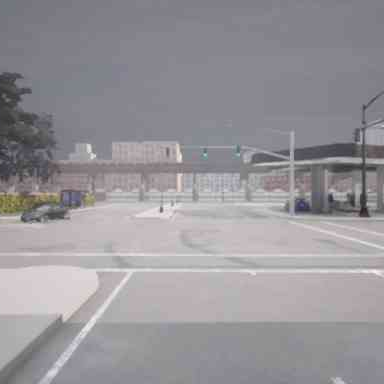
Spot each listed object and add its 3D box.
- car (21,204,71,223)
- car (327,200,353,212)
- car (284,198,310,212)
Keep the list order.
[{"bbox_3d":[-11.934,1.773,27.523,1.812,1.442,4.674,1,0,14],"label":"car"},{"bbox_3d":[18.955,1.776,42.732,1.970,1.475,3.806,0,0,0],"label":"car"},{"bbox_3d":[13.210,1.609,41.970,2.242,1.667,4.611,0,0,0],"label":"car"}]
